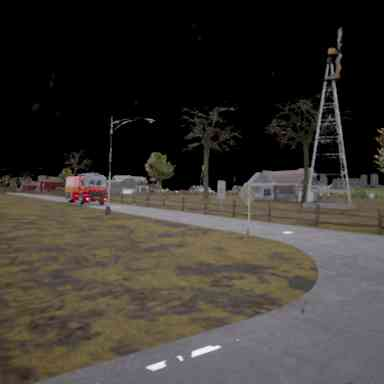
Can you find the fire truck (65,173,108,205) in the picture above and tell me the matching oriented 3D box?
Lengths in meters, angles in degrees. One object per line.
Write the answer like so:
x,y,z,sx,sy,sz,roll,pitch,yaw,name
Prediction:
-13.338,-0.431,41.730,2.891,3.827,8.468,2,0,-35,fire truck
